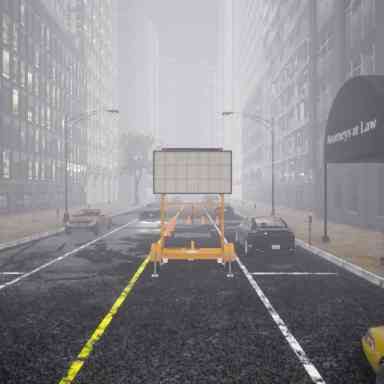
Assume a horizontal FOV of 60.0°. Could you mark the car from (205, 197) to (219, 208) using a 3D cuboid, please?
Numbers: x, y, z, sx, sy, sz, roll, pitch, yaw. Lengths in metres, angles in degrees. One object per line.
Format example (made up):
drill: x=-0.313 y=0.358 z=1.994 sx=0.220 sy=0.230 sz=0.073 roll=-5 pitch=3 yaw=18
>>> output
car: x=2.762 y=1.535 z=35.728 sx=1.887 sy=1.381 sz=4.507 roll=0 pitch=0 yaw=0

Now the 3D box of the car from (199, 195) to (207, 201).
car: x=2.874 y=1.466 z=87.183 sx=1.752 sy=1.417 sz=4.829 roll=0 pitch=0 yaw=0

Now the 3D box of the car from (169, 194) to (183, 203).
car: x=-2.867 y=1.475 z=62.455 sx=1.837 sy=1.490 sz=4.892 roll=0 pitch=0 yaw=0

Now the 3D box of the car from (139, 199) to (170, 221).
car: x=-3.043 y=1.558 z=26.889 sx=1.994 sy=1.385 sz=4.181 roll=0 pitch=0 yaw=0

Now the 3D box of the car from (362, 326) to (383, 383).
car: x=2.687 y=1.525 z=1.711 sx=1.752 sy=1.417 sz=4.829 roll=0 pitch=0 yaw=0

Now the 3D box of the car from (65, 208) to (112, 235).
car: x=-5.656 y=1.579 z=18.658 sx=1.802 sy=1.307 sz=4.206 roll=0 pitch=0 yaw=0

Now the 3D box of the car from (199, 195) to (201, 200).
car: x=2.810 y=1.289 z=58.521 sx=2.192 sy=1.841 sz=5.009 roll=0 pitch=0 yaw=0

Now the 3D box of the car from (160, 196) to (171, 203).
car: x=-5.544 y=1.514 z=69.938 sx=2.008 sy=1.369 sz=4.403 roll=0 pitch=0 yaw=0

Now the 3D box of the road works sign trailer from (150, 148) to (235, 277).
road works sign trailer: x=0.019 y=0.463 z=10.228 sx=2.380 sy=3.560 sz=2.880 roll=0 pitch=0 yaw=0

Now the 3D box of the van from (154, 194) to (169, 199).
van: x=-5.571 y=1.315 z=58.544 sx=1.690 sy=1.788 sz=3.998 roll=0 pitch=0 yaw=0

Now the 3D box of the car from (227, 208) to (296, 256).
car: x=2.712 y=1.549 z=12.935 sx=2.008 sy=1.369 sz=4.403 roll=0 pitch=0 yaw=0

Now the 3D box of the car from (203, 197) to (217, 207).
car: x=2.799 y=1.523 z=52.822 sx=1.887 sy=1.381 sz=4.507 roll=0 pitch=0 yaw=0

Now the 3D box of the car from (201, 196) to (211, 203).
car: x=2.836 y=1.507 z=69.917 sx=1.887 sy=1.381 sz=4.507 roll=0 pitch=0 yaw=0

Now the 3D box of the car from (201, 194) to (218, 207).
car: x=2.785 y=1.299 z=47.124 sx=2.192 sy=1.841 sz=5.009 roll=0 pitch=0 yaw=0

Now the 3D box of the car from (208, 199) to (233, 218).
car: x=2.749 y=1.559 z=30.030 sx=1.947 sy=1.339 sz=4.313 roll=0 pitch=0 yaw=0
